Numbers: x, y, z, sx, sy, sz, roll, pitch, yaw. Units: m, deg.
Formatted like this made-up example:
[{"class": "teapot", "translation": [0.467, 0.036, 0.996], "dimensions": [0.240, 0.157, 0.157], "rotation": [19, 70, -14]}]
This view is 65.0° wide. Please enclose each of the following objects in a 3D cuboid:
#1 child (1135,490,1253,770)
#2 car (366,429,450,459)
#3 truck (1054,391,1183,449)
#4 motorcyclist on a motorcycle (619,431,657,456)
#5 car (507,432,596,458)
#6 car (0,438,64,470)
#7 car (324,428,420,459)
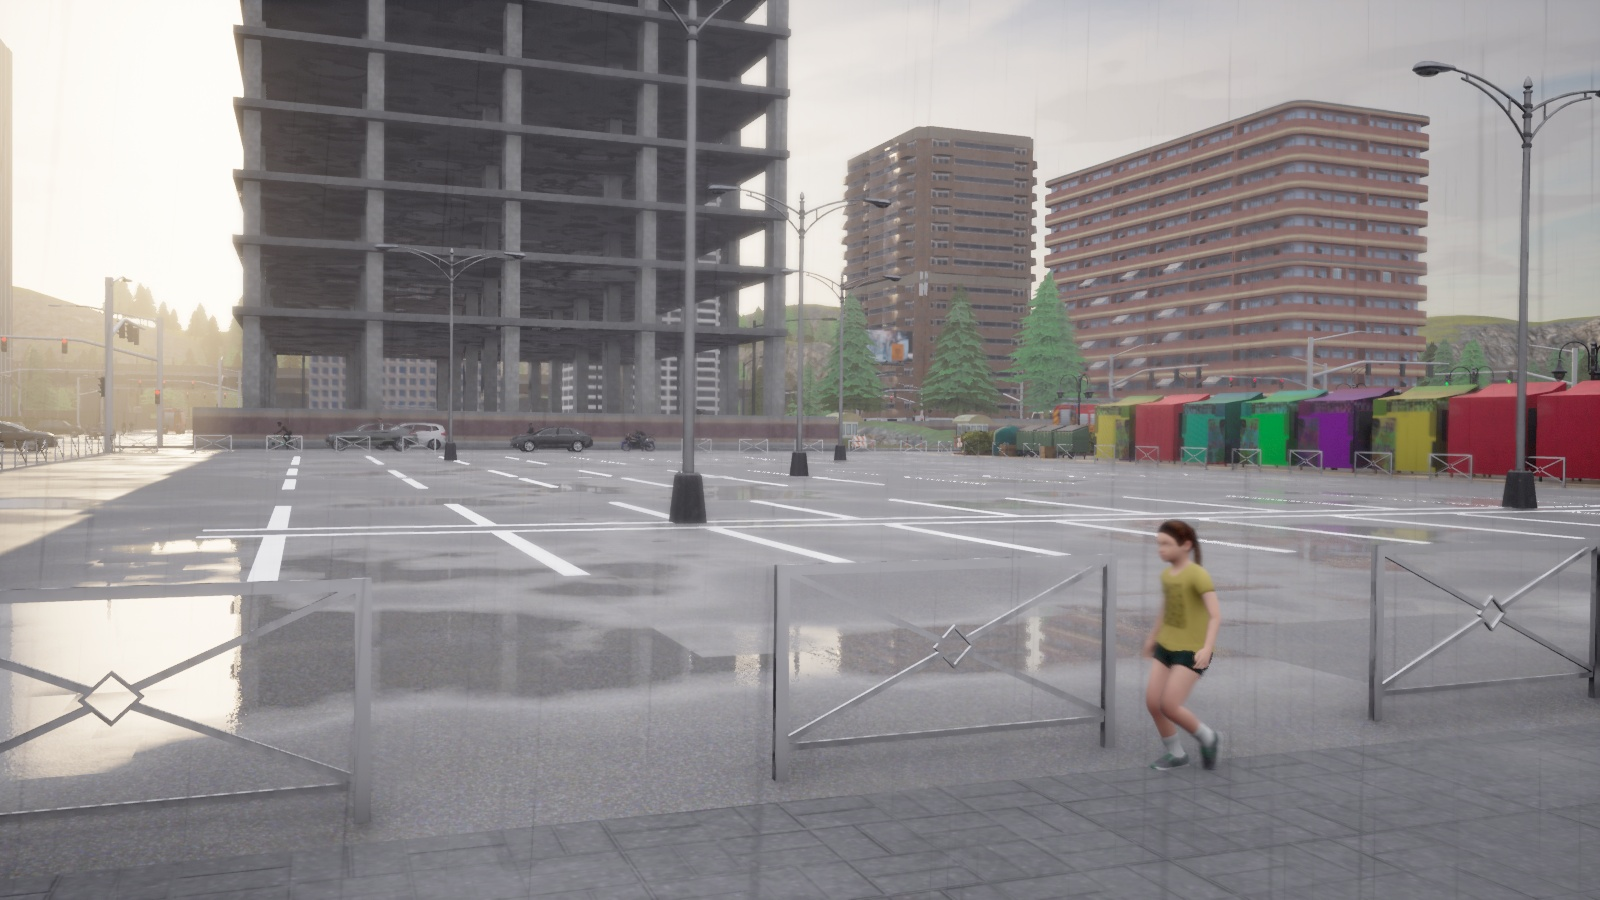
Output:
[{"class": "child", "translation": [1.647, 0.733, 5.253], "dimensions": [0.394, 1.110, 0.255], "rotation": [-1, 1, -21]}, {"class": "car", "translation": [-23.501, -0.382, 75.183], "dimensions": [4.611, 1.667, 2.242], "rotation": [-1, 1, -22]}, {"class": "truck", "translation": [21.766, -2.052, 85.725], "dimensions": [8.468, 3.827, 2.891], "rotation": [-1, 1, -22]}, {"class": "motorcyclist on a motorcycle", "translation": [-10.375, -0.419, 80.431], "dimensions": [2.191, 1.530, 0.866], "rotation": [-1, 1, -22]}, {"class": "car", "translation": [-14.820, -0.311, 74.886], "dimensions": [4.892, 1.490, 1.837], "rotation": [-1, 1, -22]}, {"class": "car", "translation": [-38.962, 0.193, 61.403], "dimensions": [4.892, 1.490, 1.837], "rotation": [-1, 1, -23]}, {"class": "car", "translation": [-24.227, -0.374, 71.120], "dimensions": [5.027, 1.651, 2.152], "rotation": [-1, 1, -22]}]
